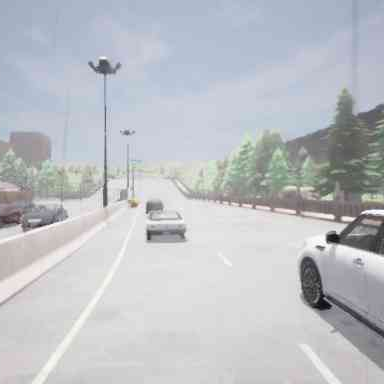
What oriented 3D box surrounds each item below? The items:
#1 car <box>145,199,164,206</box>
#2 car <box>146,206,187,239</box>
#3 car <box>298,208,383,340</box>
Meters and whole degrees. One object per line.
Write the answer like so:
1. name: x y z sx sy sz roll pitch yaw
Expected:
1. car: -4.130 1.508 36.776 1.882 1.535 5.008 0 0 -8
2. car: -1.452 1.612 17.447 1.895 1.301 4.718 0 0 -8
3. car: 3.424 1.205 4.691 2.150 2.045 5.566 0 0 -3
